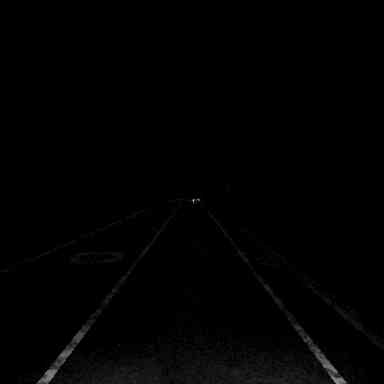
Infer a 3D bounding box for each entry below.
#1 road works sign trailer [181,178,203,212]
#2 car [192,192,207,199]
[{"bbox_3d":[0.001,0.246,35.863,2.380,3.560,2.880,0,0,0],"label":"road works sign trailer"},{"bbox_3d":[1.728,0.735,78.224,2.097,1.767,4.553,0,1,26],"label":"car"}]
